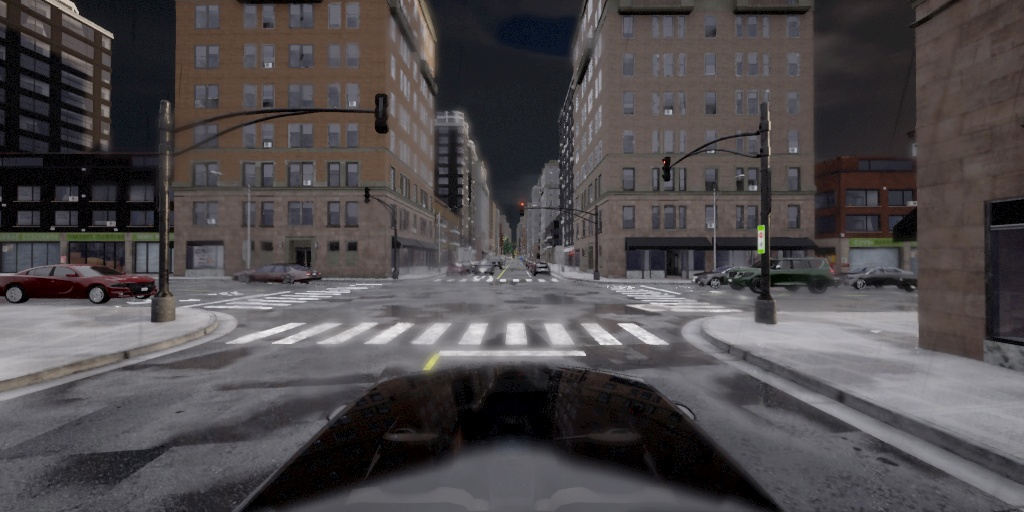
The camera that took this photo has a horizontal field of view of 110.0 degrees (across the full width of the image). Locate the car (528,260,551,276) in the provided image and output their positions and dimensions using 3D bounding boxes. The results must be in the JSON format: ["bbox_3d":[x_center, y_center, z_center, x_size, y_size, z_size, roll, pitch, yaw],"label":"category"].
[{"bbox_3d":[2.967,1.318,36.266,1.948,1.339,4.313,0,0,1],"label":"car"}]

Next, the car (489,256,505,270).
[{"bbox_3d":[-2.584,0.975,53.654,2.150,2.045,5.566,0,0,1],"label":"car"}]

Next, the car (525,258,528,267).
[{"bbox_3d":[3.102,1.302,47.327,2.007,1.370,4.403,0,0,1],"label":"car"}]

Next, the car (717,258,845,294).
[{"bbox_3d":[15.615,1.105,21.045,5.566,2.045,2.150,0,-1,0],"label":"car"}]

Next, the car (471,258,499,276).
[{"bbox_3d":[-2.797,1.245,36.873,2.128,1.511,4.902,0,0,1],"label":"car"}]

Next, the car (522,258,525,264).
[{"bbox_3d":[3.306,1.315,63.918,1.948,1.339,4.313,0,0,1],"label":"car"}]

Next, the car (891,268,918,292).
[{"bbox_3d":[25.717,1.550,20.979,4.718,1.301,1.895,0,-1,0],"label":"car"}]

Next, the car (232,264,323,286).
[{"bbox_3d":[-15.714,1.240,24.190,5.357,1.411,2.033,0,-1,4],"label":"car"}]

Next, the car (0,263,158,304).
[{"bbox_3d":[-17.440,1.062,14.552,5.008,1.535,1.882,0,-1,-1],"label":"car"}]

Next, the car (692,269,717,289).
[{"bbox_3d":[14.826,1.401,24.292,4.902,1.511,2.128,0,-1,2],"label":"car"}]

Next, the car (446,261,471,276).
[{"bbox_3d":[-5.559,1.335,36.367,1.802,1.307,4.207,0,0,1],"label":"car"}]

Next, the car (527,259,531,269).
[{"bbox_3d":[3.035,1.297,41.796,1.888,1.381,4.507,0,0,1],"label":"car"}]

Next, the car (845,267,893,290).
[{"bbox_3d":[24.230,1.463,24.235,4.902,1.511,2.128,0,-1,0],"label":"car"}]
